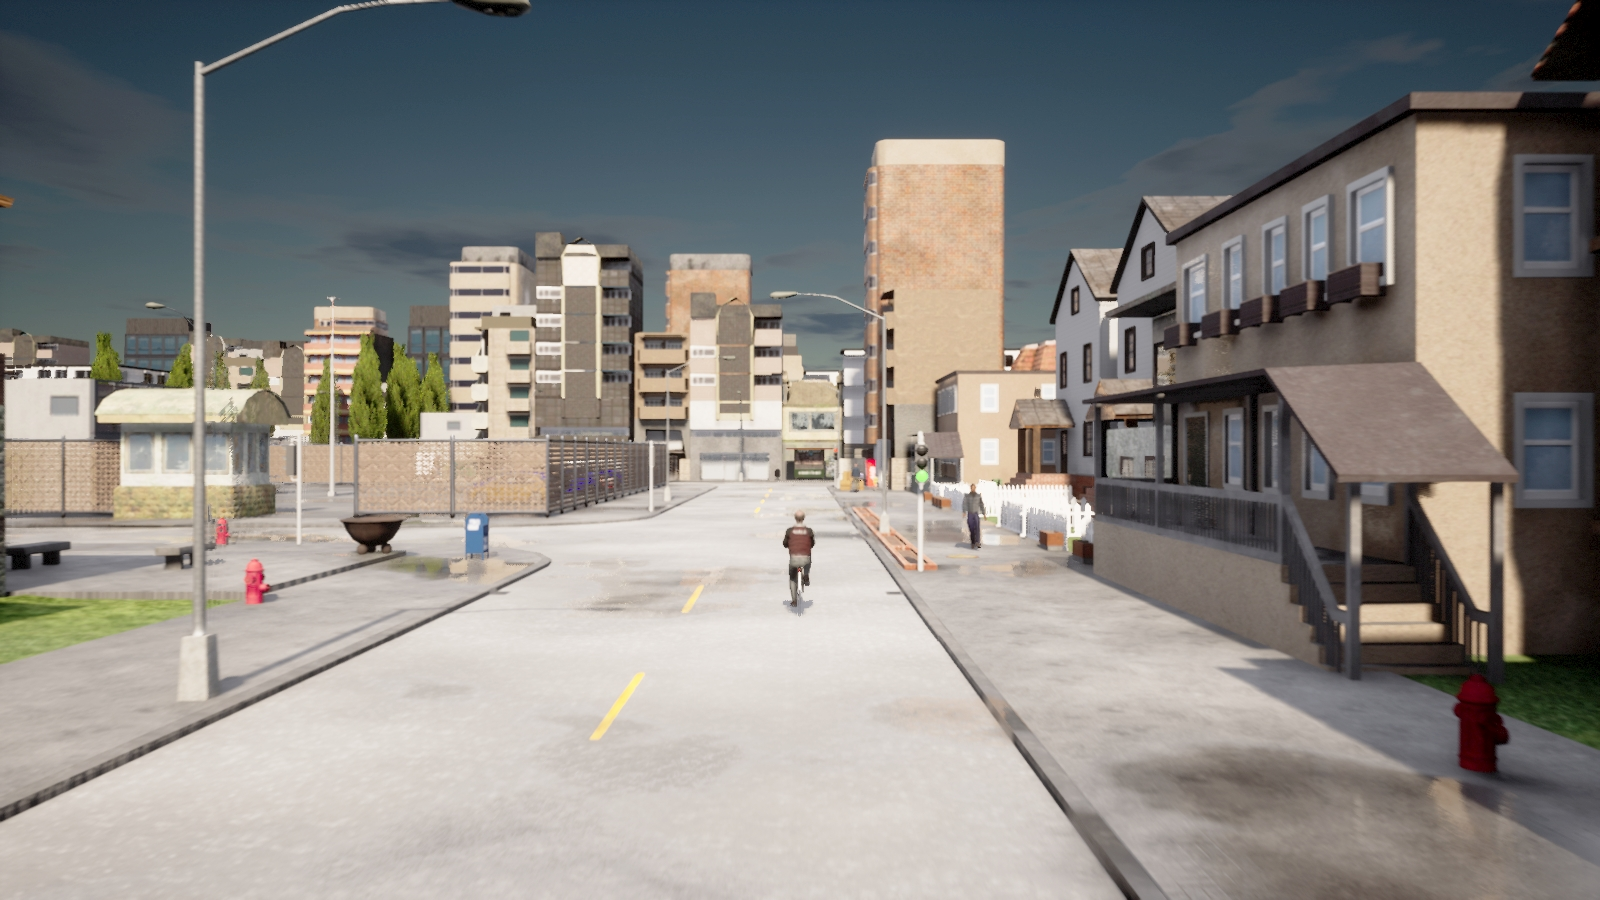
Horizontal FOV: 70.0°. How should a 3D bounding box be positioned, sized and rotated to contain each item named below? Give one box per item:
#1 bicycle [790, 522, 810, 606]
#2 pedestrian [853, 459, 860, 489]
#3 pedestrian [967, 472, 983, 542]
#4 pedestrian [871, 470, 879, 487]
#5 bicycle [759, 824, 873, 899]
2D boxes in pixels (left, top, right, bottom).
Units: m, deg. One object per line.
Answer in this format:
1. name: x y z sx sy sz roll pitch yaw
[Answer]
1. bicycle: 0.001 1.940 19.803 0.329 1.271 1.835 0 0 0
2. pedestrian: 3.570 1.526 72.011 0.375 1.860 0.375 0 0 16
3. pedestrian: 4.681 1.524 30.548 0.375 1.860 0.375 0 0 2
4. pedestrian: 4.953 1.896 75.248 0.500 1.100 0.500 0 0 6
5. bicycle: 0.046 1.940 3.080 0.329 1.271 1.835 0 0 0
